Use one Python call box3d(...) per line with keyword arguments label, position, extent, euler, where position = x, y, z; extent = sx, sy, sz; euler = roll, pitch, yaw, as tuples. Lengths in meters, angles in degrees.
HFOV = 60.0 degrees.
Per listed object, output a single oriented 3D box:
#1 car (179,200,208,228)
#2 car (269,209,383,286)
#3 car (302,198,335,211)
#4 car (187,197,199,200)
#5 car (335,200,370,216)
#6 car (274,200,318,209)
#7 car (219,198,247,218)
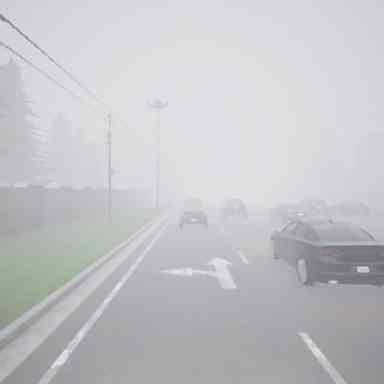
box3d(label="car", position=(0.108, 1.530, 22.319), extent=(1.812, 1.442, 4.674), euler=(0, 0, 0))
box3d(label="car", position=(3.604, 1.479, 9.479), extent=(1.882, 1.535, 5.008), euler=(0, 0, 0))
box3d(label="car", position=(10.612, 1.357, 29.832), extent=(2.097, 1.767, 4.553), euler=(0, 0, 0))
box3d(label="car", position=(0.115, 1.359, 40.963), extent=(2.097, 1.767, 4.553), euler=(0, 0, 0))
box3d(label="car", position=(14.111, 1.496, 30.068), extent=(2.128, 1.511, 4.902), euler=(0, 0, 0))
box3d(label="car", position=(7.110, 1.552, 24.514), extent=(2.033, 1.411, 5.357), euler=(0, 0, 0))
box3d(label="car", position=(3.610, 1.357, 29.836), extent=(2.097, 1.767, 4.553), euler=(0, 0, 0))
